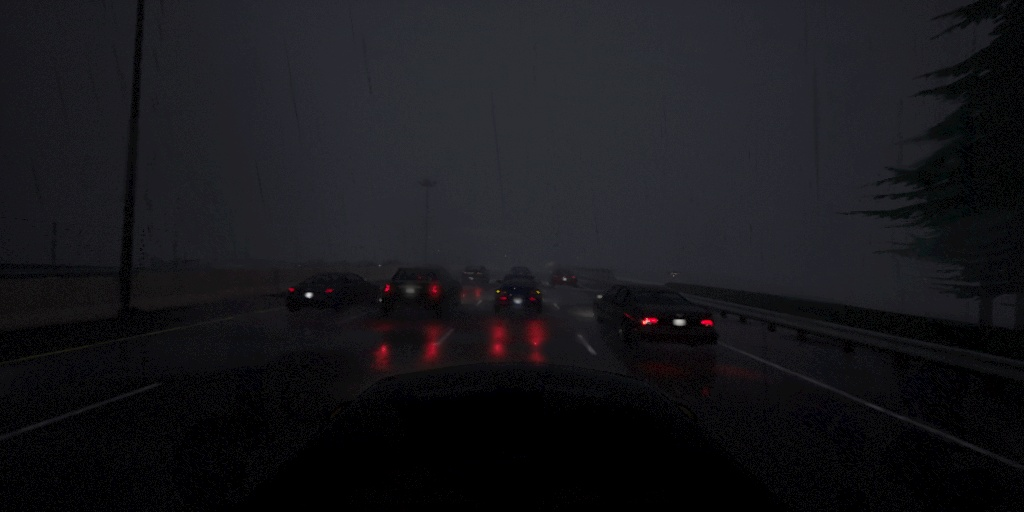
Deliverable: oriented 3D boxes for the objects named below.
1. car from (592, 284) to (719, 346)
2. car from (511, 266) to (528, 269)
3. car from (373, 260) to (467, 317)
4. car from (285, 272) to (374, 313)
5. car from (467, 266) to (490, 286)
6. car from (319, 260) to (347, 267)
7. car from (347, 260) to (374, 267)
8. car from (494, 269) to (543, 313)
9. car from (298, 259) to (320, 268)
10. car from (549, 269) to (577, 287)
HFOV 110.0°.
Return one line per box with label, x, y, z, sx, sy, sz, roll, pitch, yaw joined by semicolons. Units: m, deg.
car;3.640;1.493;10.135;2.033;1.411;5.357;1;-1;2
car;0.668;1.606;30.511;1.882;1.535;5.008;1;-1;2
car;-3.245;1.174;13.773;2.097;1.767;4.553;1;-1;2
car;-6.742;1.305;14.003;1.994;1.385;4.181;1;-1;2
car;-2.876;1.516;29.022;2.128;1.511;4.902;1;-1;2
car;-23.530;1.326;48.998;2.033;1.411;5.357;1;-1;2
car;-20.036;1.340;48.892;1.882;1.535;5.008;1;-1;2
car;0.286;1.450;14.949;1.812;1.442;4.674;1;-1;2
car;-27.023;1.171;49.026;1.882;1.535;5.008;1;-1;2
car;4.135;1.763;29.390;1.994;1.385;4.181;1;-1;2
